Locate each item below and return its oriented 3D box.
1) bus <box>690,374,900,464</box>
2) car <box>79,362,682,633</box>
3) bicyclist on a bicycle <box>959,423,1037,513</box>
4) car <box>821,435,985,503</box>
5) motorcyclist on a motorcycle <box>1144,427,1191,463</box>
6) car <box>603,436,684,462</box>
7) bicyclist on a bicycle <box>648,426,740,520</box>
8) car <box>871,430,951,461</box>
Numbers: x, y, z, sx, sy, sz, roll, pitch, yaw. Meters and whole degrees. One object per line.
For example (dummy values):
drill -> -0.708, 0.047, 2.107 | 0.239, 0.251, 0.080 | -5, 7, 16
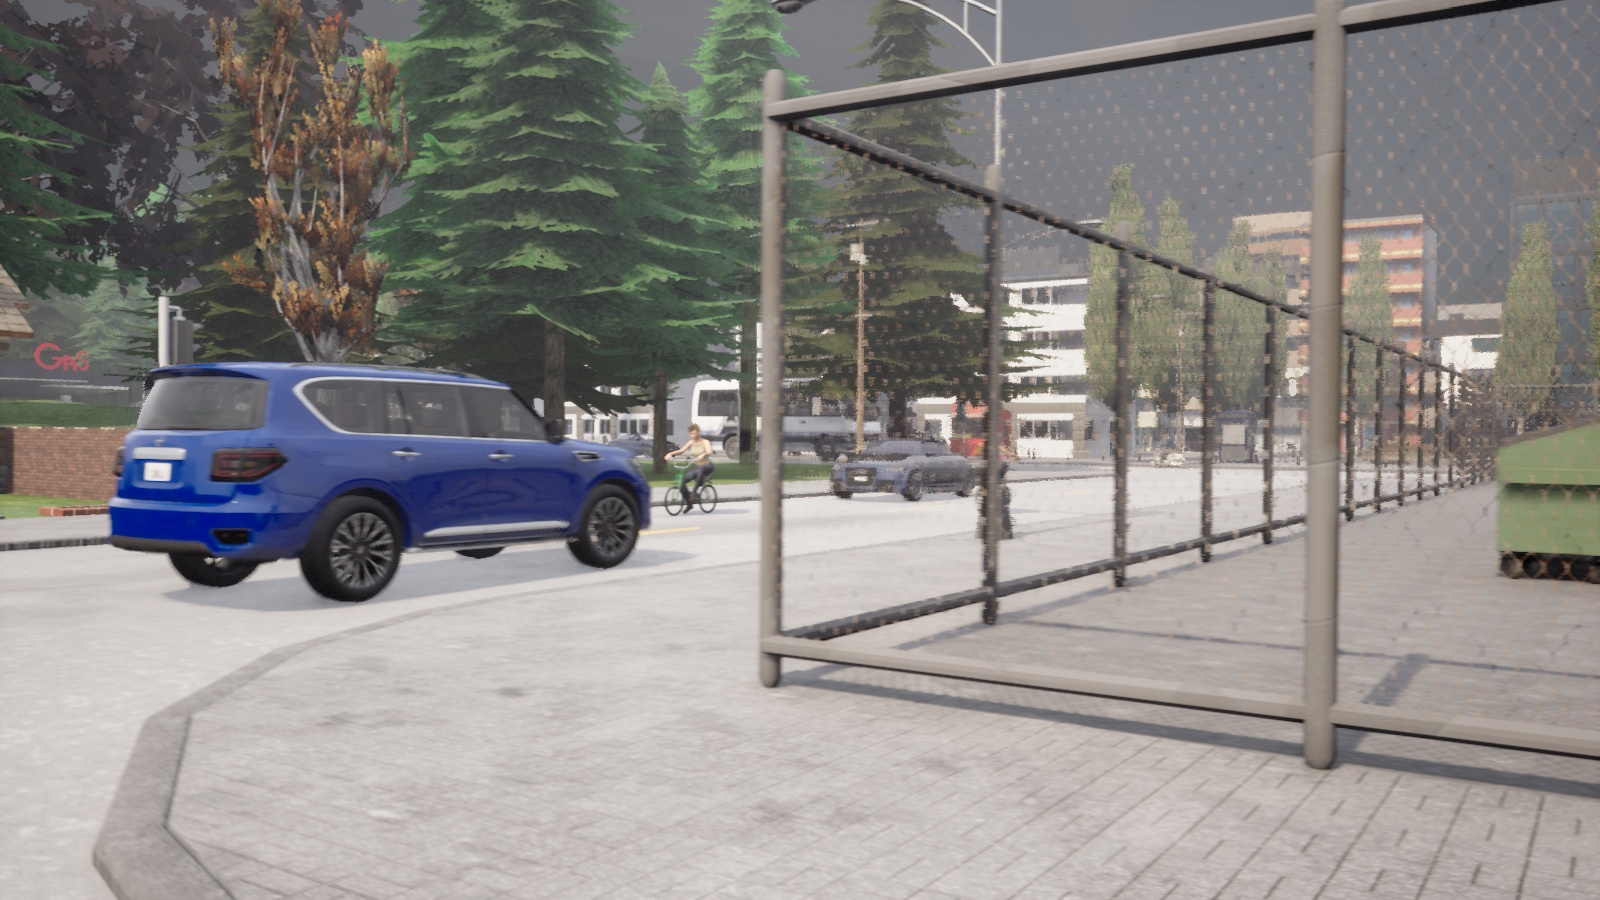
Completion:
bus -> -0.345, -1.514, 63.904 | 10.273, 4.253, 3.944 | 0, 1, 35
car -> -3.707, 0.314, 12.419 | 2.150, 2.045, 5.566 | 0, 1, 31
bicyclist on a bicycle -> 3.706, 0.315, 23.379 | 0.866, 1.612, 1.509 | 0, 1, 34
car -> 2.439, 0.381, 28.708 | 1.994, 1.385, 4.181 | 0, 1, 33
motorcyclist on a motorcycle -> 16.695, -0.246, 57.101 | 1.817, 1.590, 0.866 | 0, 2, 41
car -> -8.657, -0.073, 69.378 | 4.181, 1.385, 1.994 | 0, 1, 33
bicyclist on a bicycle -> -1.859, 0.381, 22.240 | 0.866, 1.612, 1.509 | 0, 1, 33
car -> 5.695, -0.223, 64.664 | 3.705, 1.549, 1.789 | 0, 1, 33
